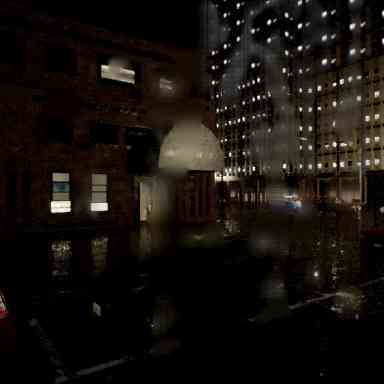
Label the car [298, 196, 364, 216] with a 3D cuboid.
[{"bbox_3d":[13.136,1.308,31.748,2.192,1.841,5.009,0,0,-35],"label":"car"}]

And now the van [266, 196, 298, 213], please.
[{"bbox_3d":[9.972,1.326,36.297,1.690,1.788,3.998,0,0,-35],"label":"van"}]

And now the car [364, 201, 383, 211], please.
[{"bbox_3d":[20.017,1.499,36.535,2.008,1.369,4.403,0,0,-35],"label":"car"}]

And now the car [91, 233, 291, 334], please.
[{"bbox_3d":[0.199,1.565,6.774,4.313,1.339,1.947,0,0,-35],"label":"car"}]

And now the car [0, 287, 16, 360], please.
[{"bbox_3d":[-4.268,1.440,3.526,4.097,1.590,1.967,0,0,-35],"label":"car"}]

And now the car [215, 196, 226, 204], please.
[{"bbox_3d":[4.099,1.437,59.417,1.752,1.417,4.829,0,0,-35],"label":"car"}]

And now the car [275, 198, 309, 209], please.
[{"bbox_3d":[13.689,1.514,45.632,1.802,1.307,4.206,0,0,-35],"label":"car"}]

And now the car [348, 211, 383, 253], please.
[{"bbox_3d":[8.045,1.543,12.440,4.507,1.381,1.887,0,0,-35],"label":"car"}]
